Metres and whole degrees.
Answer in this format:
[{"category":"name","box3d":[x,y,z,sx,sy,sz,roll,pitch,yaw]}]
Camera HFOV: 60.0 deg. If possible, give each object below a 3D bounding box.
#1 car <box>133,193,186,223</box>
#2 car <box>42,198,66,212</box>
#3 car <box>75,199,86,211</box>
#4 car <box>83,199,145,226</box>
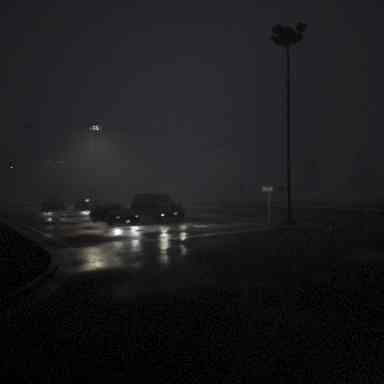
[{"category":"car","box3d":[-2.718,1.128,25.378,2.150,2.045,5.566,-1,0,-35]},{"category":"car","box3d":[-15.900,1.455,38.168,1.812,1.442,4.674,-1,0,-35]},{"category":"car","box3d":[-12.249,1.469,39.032,1.994,1.385,4.181,-1,0,-34]},{"category":"car","box3d":[-5.590,1.480,23.373,2.033,1.411,5.357,-1,0,-35]}]
